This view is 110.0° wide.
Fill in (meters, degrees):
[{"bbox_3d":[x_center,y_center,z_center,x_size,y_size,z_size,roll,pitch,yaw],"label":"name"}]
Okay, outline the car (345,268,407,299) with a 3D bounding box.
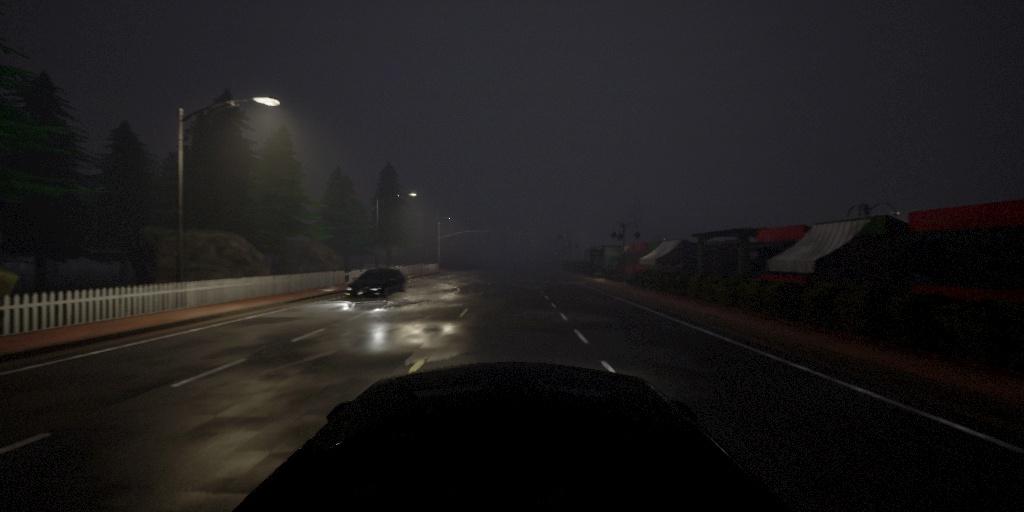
[{"bbox_3d":[-7.001,1.421,18.956,1.837,1.490,4.892,0,1,0],"label":"car"}]
